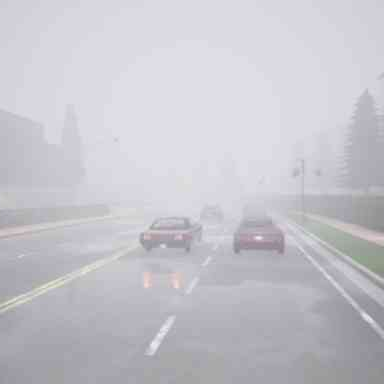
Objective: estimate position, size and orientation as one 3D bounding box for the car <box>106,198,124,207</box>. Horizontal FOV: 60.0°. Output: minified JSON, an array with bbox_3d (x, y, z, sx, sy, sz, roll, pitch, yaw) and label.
[{"bbox_3d":[-15.719,2.069,67.771,2.097,1.767,4.553,0,-1,-44],"label":"car"}]

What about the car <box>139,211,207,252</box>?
[{"bbox_3d":[-0.699,1.732,14.563,1.895,1.301,4.718,-1,0,10],"label":"car"}]

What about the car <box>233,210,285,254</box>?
[{"bbox_3d":[2.781,1.660,14.127,1.994,1.385,4.181,-1,0,10],"label":"car"}]

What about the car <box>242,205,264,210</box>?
[{"bbox_3d":[5.285,1.799,28.754,1.895,1.301,4.718,-1,0,10],"label":"car"}]

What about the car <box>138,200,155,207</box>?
[{"bbox_3d":[-8.894,2.195,64.832,1.994,1.385,4.181,0,-1,-35],"label":"car"}]

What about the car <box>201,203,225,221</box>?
[{"bbox_3d":[1.865,1.728,29.526,2.128,1.511,4.902,-1,0,10],"label":"car"}]
